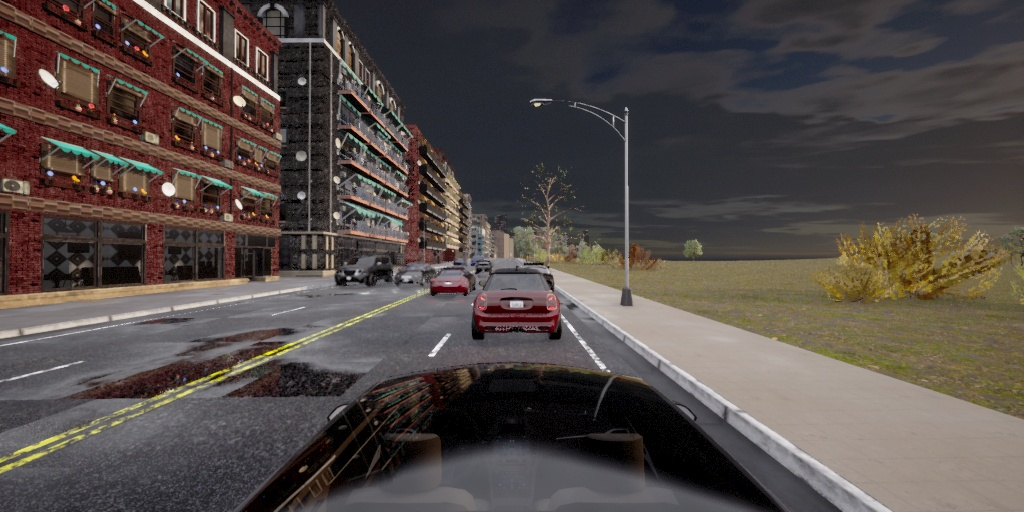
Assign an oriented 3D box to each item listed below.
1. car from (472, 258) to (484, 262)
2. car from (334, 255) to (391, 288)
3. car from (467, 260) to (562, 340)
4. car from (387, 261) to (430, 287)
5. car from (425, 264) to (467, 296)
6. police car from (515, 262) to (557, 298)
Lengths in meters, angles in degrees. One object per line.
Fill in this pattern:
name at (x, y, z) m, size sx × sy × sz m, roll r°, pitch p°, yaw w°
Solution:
car at (-3.067, 1.258, 40.882) m, size 1.837 × 1.490 × 4.892 m, roll 0°, pitch 0°, yaw 0°
car at (-9.801, 0.974, 24.314) m, size 2.150 × 2.045 × 5.566 m, roll 0°, pitch 0°, yaw 0°
car at (0.113, 1.103, 10.154) m, size 2.097 × 1.767 × 4.553 m, roll 0°, pitch 0°, yaw 0°
car at (-6.552, 1.244, 24.663) m, size 2.128 × 1.511 × 4.902 m, roll 0°, pitch 0°, yaw 0°
car at (-3.114, 1.316, 19.547) m, size 1.994 × 1.385 × 4.181 m, roll 0°, pitch 0°, yaw 0°
police car at (1.174, 1.178, 19.649) m, size 1.930 × 1.638 × 5.238 m, roll 0°, pitch 0°, yaw 0°
